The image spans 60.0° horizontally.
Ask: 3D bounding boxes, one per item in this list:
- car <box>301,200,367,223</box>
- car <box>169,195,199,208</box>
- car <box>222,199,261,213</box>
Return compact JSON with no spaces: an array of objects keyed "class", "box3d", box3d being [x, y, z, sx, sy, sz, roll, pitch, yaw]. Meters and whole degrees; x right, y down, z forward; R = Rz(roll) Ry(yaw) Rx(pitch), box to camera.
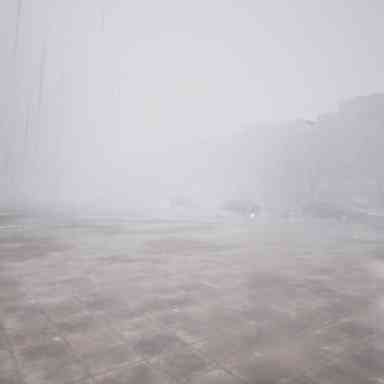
[{"class":"car","box3d":[10.646,1.426,25.251,1.837,1.490,4.892,-2,2,-35]},{"class":"car","box3d":[-1.007,1.189,41.755,2.128,1.511,4.902,-2,2,-35]},{"class":"car","box3d":[4.906,1.376,33.372,1.994,1.385,4.181,-2,2,-36]}]
